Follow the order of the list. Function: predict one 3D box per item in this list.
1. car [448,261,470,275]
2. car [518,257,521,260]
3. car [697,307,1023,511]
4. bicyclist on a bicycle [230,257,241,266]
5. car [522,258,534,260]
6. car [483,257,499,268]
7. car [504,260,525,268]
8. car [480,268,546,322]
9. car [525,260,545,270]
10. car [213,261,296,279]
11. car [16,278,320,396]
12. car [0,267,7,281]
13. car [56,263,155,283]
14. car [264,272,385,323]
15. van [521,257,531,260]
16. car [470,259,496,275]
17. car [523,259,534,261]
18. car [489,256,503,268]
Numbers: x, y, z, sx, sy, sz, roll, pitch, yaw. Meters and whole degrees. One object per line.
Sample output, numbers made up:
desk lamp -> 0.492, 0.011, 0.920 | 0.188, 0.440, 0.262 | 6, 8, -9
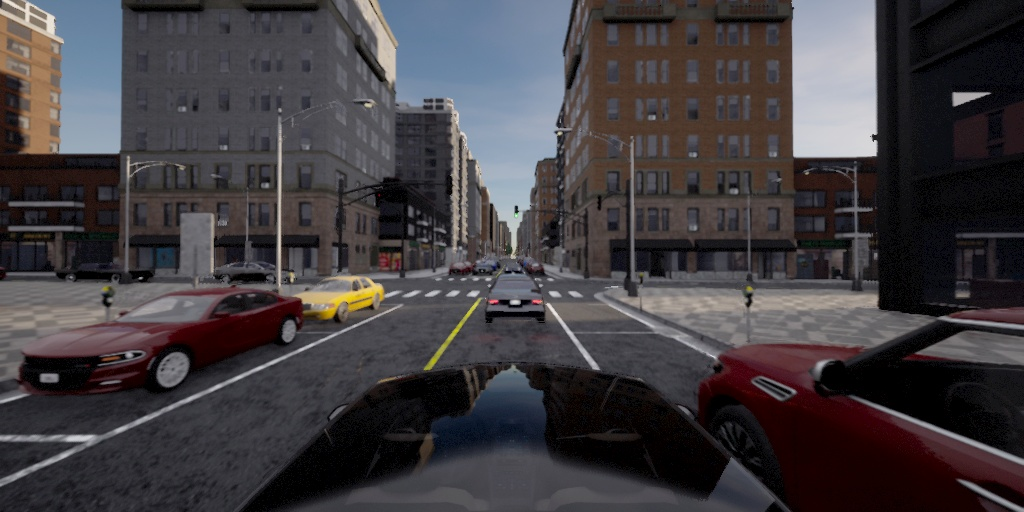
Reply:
car -> -5.858, 1.334, 39.425 | 1.888, 1.381, 4.507 | 0, 0, 0
car -> 2.668, 1.129, 62.110 | 2.192, 1.841, 5.009 | 0, 0, 0
car -> 2.669, 1.064, 1.148 | 2.192, 1.841, 5.009 | 0, 0, 0
bicyclist on a bicycle -> -23.013, 0.931, 29.867 | 0.582, 1.620, 1.656 | 0, 0, 0
car -> 2.668, 1.383, 50.763 | 1.802, 1.307, 4.207 | 0, 0, 0
car -> -3.090, 1.277, 48.781 | 1.882, 1.535, 5.008 | 0, 0, 0
car -> 0.102, 1.388, 38.410 | 1.895, 1.301, 4.718 | 0, 0, 0
car -> 0.114, 1.308, 12.256 | 2.033, 1.411, 5.357 | 0, 0, 1
car -> 2.669, 1.370, 39.416 | 1.802, 1.307, 4.207 | 0, 0, 0
car -> -16.760, 1.109, 23.588 | 4.902, 1.511, 2.128 | 1, -1, 1
car -> -5.857, 1.300, 6.781 | 1.888, 1.381, 4.507 | 0, 0, 0
car -> -36.752, 0.915, 23.719 | 5.008, 1.535, 1.882 | 1, -1, 0
car -> -26.658, 1.130, 23.648 | 4.718, 1.301, 1.895 | 1, -1, 0
car -> -5.857, 1.286, 12.236 | 1.751, 1.417, 4.829 | 0, 0, 0
van -> 2.668, 1.148, 56.437 | 1.690, 1.789, 3.998 | 0, 0, 0
car -> -3.107, 1.352, 38.748 | 1.994, 1.385, 4.181 | 0, 0, -1
car -> 2.668, 1.376, 45.090 | 1.802, 1.307, 4.207 | 0, 0, 0
car -> -3.036, 1.033, 59.478 | 2.150, 2.045, 5.566 | 0, 0, 0
